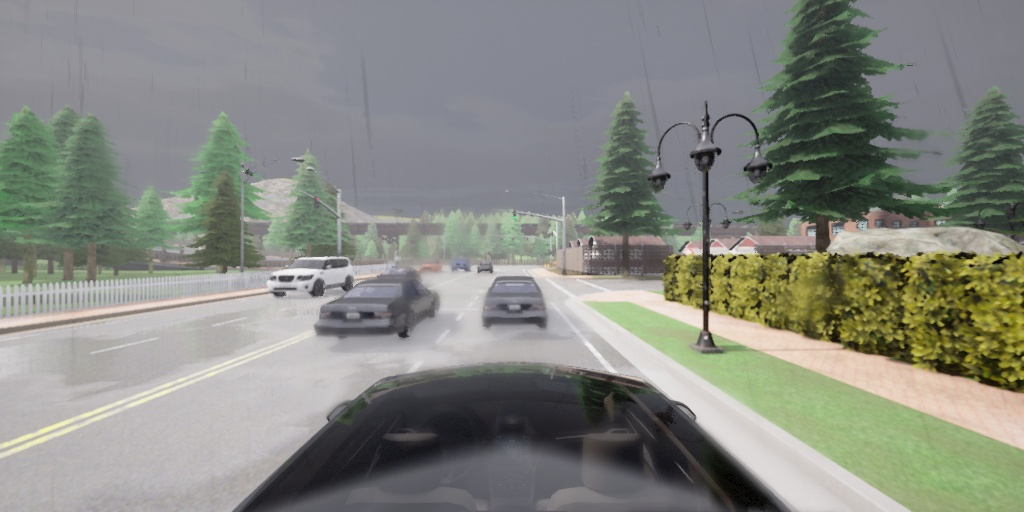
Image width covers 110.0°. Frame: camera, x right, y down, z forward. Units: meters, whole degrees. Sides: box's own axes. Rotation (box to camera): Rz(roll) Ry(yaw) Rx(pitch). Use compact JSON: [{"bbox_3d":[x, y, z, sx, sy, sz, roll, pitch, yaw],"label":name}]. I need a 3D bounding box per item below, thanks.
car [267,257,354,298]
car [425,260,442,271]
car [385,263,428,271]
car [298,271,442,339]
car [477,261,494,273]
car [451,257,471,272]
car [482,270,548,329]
[{"bbox_3d":[-10.600,1.050,19.476,2.150,2.045,5.566,0,0,0],"label":"car"},{"bbox_3d":[-10.558,1.301,46.826,2.097,1.767,4.553,0,0,0],"label":"car"},{"bbox_3d":[-7.101,1.390,22.588,2.033,1.411,5.357,0,0,0],"label":"car"},{"bbox_3d":[-3.413,1.335,10.210,2.033,1.411,5.357,0,0,0],"label":"car"},{"bbox_3d":[-3.399,1.439,46.203,2.128,1.511,4.902,0,0,0],"label":"car"},{"bbox_3d":[-7.029,1.187,49.856,2.150,2.045,5.566,0,-1,1],"label":"car"},{"bbox_3d":[0.087,1.341,11.452,2.033,1.411,5.357,0,0,0],"label":"car"}]
